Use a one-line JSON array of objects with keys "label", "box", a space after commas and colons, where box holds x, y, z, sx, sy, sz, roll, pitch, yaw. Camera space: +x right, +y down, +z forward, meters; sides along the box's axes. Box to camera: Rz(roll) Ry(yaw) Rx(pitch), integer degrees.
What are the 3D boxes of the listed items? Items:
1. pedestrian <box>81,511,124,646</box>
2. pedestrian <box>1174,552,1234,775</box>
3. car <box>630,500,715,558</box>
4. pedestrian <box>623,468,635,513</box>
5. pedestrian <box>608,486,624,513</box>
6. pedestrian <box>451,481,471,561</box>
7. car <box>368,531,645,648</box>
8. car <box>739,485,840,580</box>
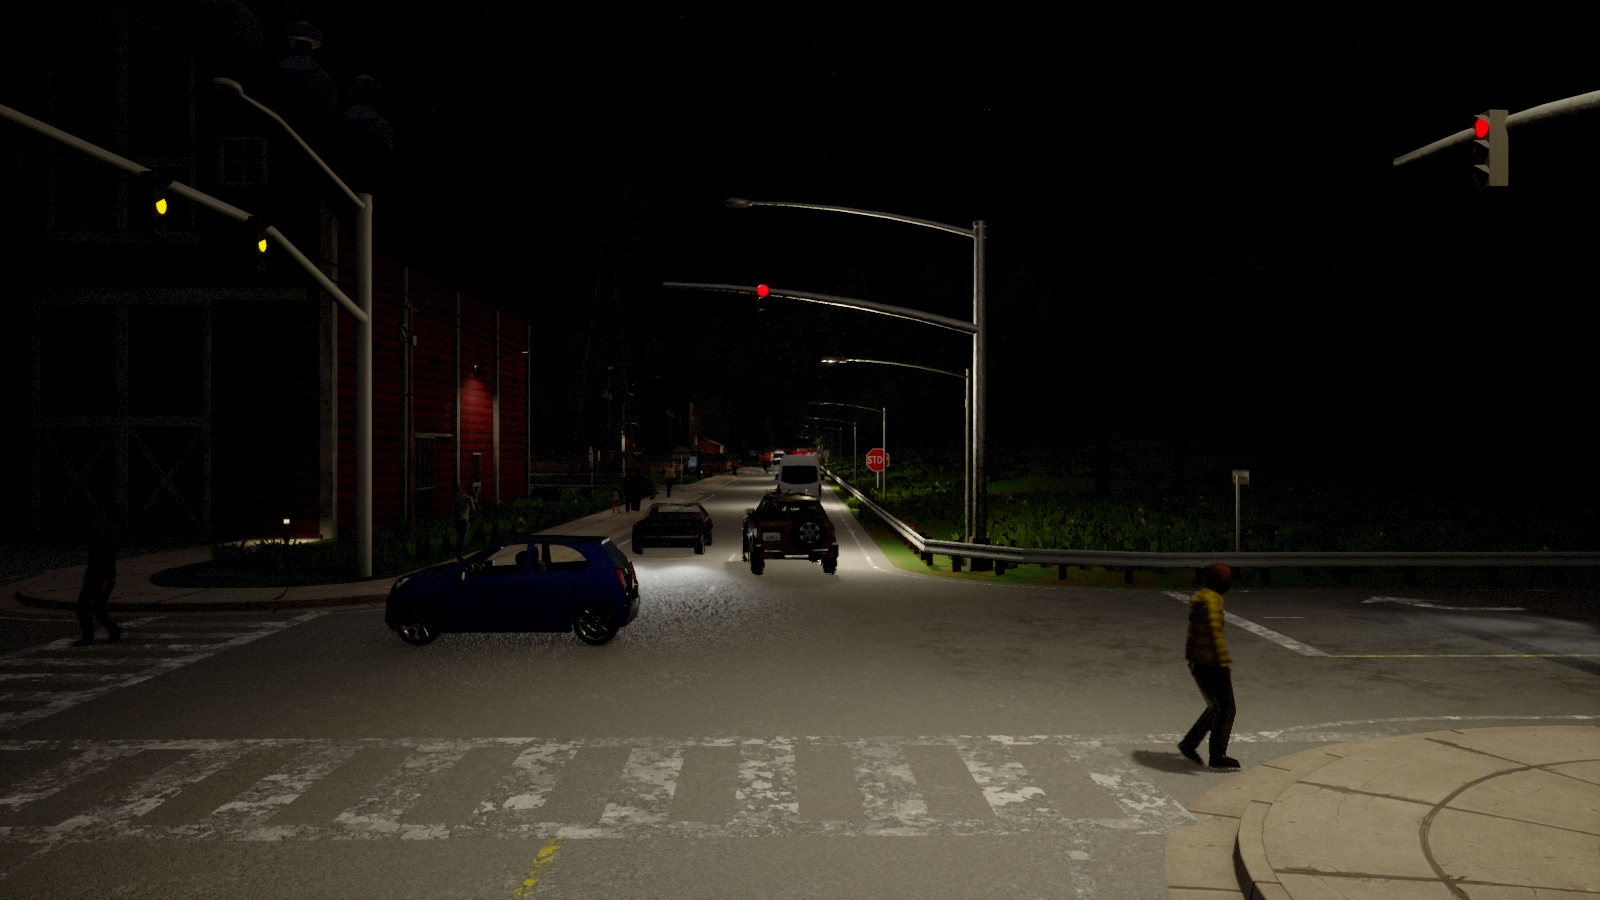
[{"label": "pedestrian", "box": [-9.923, 1.812, 16.261, 0.375, 1.860, 0.375, 0, 0, 25]}, {"label": "pedestrian", "box": [3.502, 1.833, 9.916, 0.375, 1.860, 0.375, 0, 0, -2]}, {"label": "car", "box": [-3.455, 2.136, 31.771, 1.895, 1.301, 4.718, 0, 0, 0]}, {"label": "pedestrian", "box": [-7.080, 1.668, 47.349, 0.375, 1.860, 0.375, 0, 0, 8]}, {"label": "pedestrian", "box": [-7.662, 2.049, 47.589, 0.500, 1.100, 0.500, 0, 0, 20]}, {"label": "pedestrian", "box": [-8.025, 1.678, 27.036, 0.375, 1.860, 0.375, 0, 0, -1]}, {"label": "car", "box": [-4.214, 2.011, 16.863, 3.633, 1.501, 1.845, 0, 0, -1]}, {"label": "car", "box": [-0.343, 1.848, 26.909, 1.932, 1.855, 4.605, -1, 0, -6]}]
